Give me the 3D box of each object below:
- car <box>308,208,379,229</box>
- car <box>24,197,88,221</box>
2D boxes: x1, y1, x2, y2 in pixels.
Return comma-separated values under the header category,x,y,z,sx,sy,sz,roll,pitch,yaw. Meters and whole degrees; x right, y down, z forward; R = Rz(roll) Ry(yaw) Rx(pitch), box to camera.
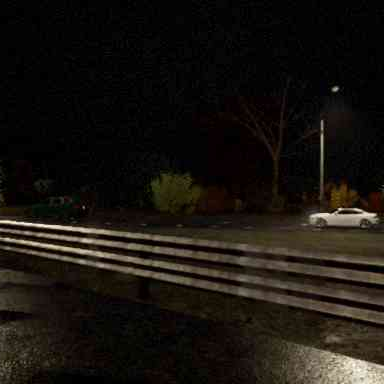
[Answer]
category,x,y,z,sx,sy,sz,roll,pitch,yaw
car,10.914,1.872,24.128,4.674,1.442,1.812,0,0,13
car,-12.036,1.459,29.626,5.566,2.045,2.150,0,0,13
